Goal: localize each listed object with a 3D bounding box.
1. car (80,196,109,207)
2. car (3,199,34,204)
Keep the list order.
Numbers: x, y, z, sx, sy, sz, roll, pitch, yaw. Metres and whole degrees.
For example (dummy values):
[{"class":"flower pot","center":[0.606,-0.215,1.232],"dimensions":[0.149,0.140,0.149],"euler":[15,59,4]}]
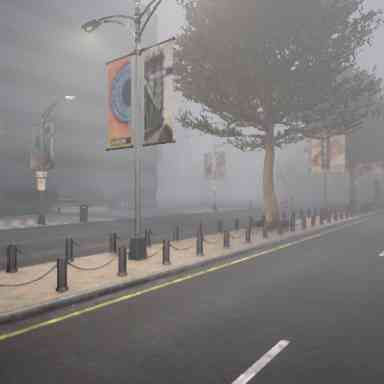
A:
[{"class":"car","center":[-13.137,1.318,46.050],"dimensions":[2.002,1.452,4.674],"euler":[0,0,38]},{"class":"car","center":[-17.369,1.411,33.891],"dimensions":[2.161,1.482,4.786],"euler":[0,0,38]}]
